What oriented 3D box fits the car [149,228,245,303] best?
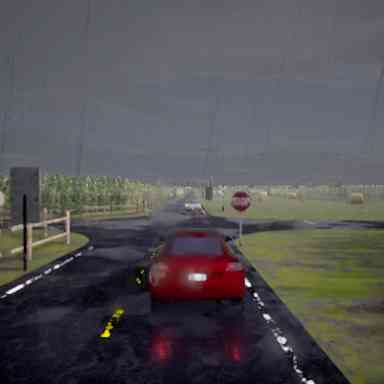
[{"bbox_3d":[0.100,1.594,8.324,1.994,1.385,4.181,0,0,0],"label":"car"}]

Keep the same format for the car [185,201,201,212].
[{"bbox_3d":[0.104,1.720,41.367,1.895,1.301,4.718,0,0,0],"label":"car"}]
